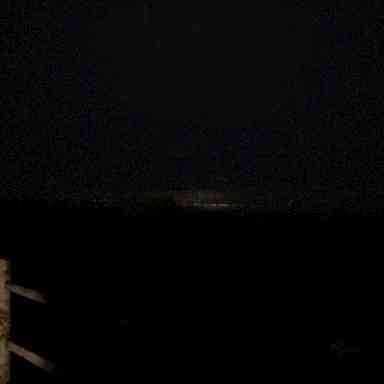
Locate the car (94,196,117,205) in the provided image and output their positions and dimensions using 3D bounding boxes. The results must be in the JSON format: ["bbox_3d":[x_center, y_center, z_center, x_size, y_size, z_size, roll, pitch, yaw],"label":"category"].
[{"bbox_3d":[-16.835,1.638,65.168,2.097,1.767,4.553,2,0,36],"label":"car"}]
